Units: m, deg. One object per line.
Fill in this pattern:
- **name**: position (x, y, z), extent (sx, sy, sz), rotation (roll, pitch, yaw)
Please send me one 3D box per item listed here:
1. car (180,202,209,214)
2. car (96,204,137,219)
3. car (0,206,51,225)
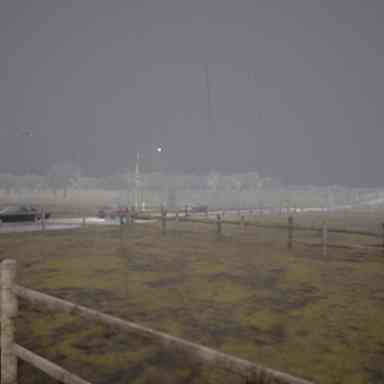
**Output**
- **car**: position (0.327, 2.118, 43.623), extent (2.128, 1.511, 4.902), rotation (1, 0, 36)
- **car**: position (-7.346, 1.874, 32.743), extent (1.994, 1.385, 4.181), rotation (1, 0, 35)
- **car**: position (-13.102, 1.696, 24.546), extent (1.895, 1.301, 4.718), rotation (1, 0, 35)
